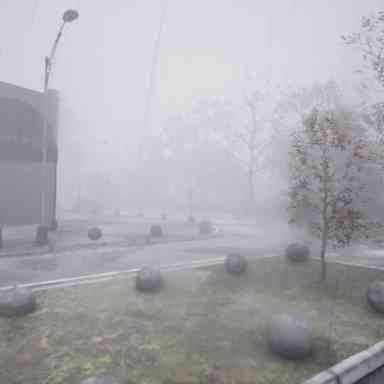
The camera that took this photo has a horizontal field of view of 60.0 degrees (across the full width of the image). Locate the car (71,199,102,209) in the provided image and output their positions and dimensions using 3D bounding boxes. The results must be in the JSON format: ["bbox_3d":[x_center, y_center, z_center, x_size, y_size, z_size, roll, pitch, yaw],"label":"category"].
[{"bbox_3d":[-14.394,1.570,45.126,4.718,1.301,1.895,2,0,35],"label":"car"}]
